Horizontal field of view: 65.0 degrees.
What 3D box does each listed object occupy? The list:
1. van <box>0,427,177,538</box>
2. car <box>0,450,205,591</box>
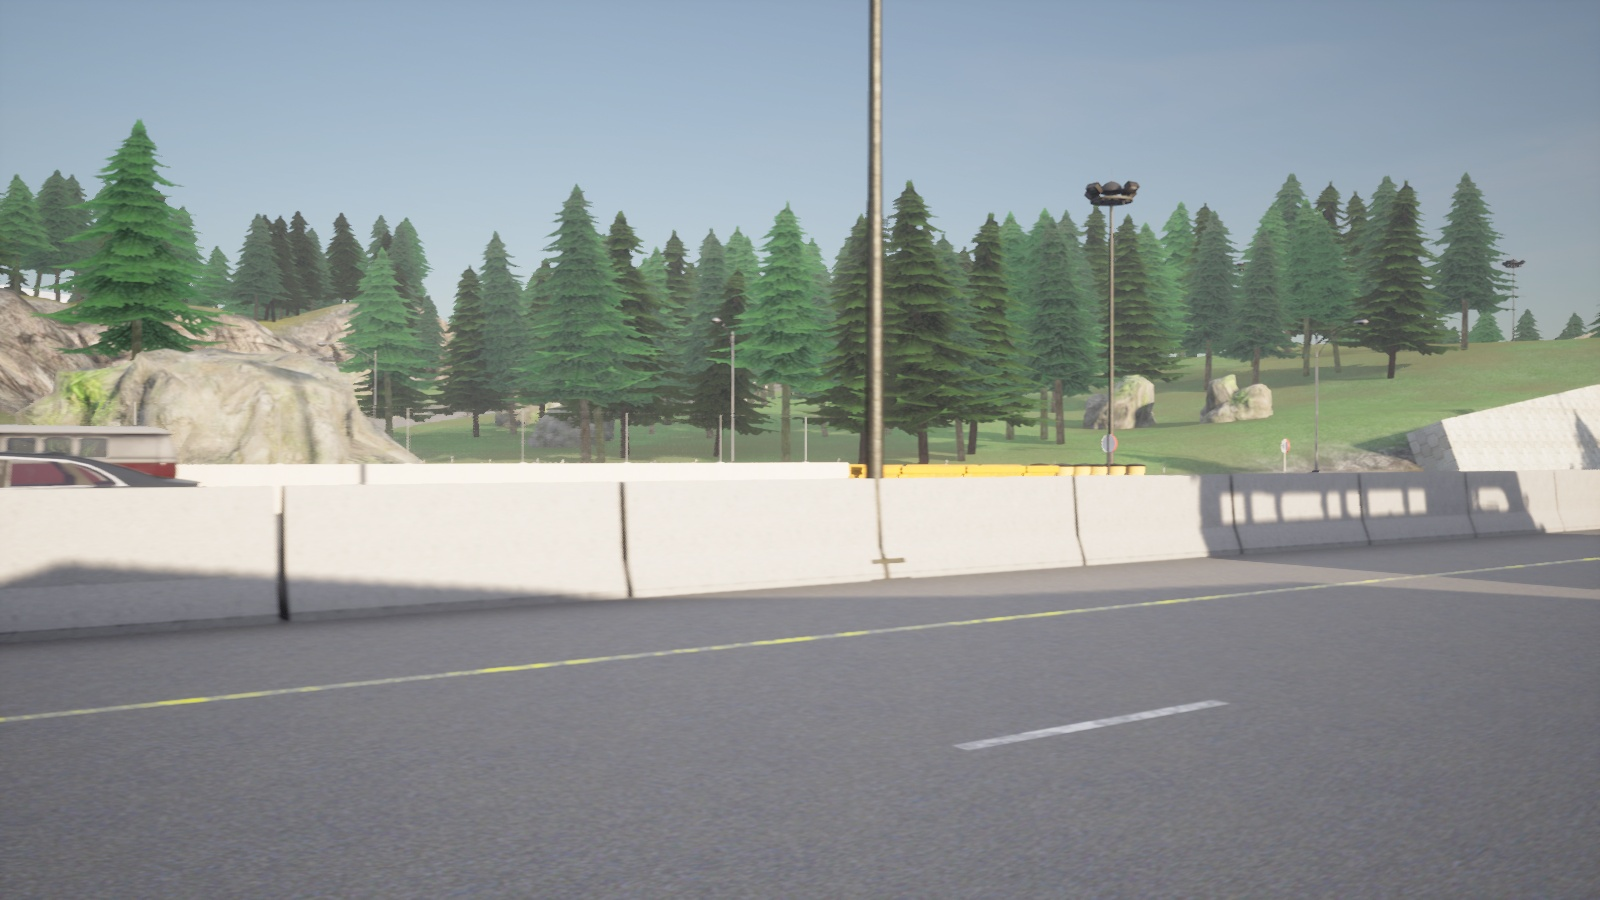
[{"bbox_3d":[-14.164,0.584,23.472,4.442,1.987,1.775,0,0,-28],"label":"van"},{"bbox_3d":[-9.537,0.756,14.078,4.902,1.511,2.128,0,0,-35],"label":"car"}]
